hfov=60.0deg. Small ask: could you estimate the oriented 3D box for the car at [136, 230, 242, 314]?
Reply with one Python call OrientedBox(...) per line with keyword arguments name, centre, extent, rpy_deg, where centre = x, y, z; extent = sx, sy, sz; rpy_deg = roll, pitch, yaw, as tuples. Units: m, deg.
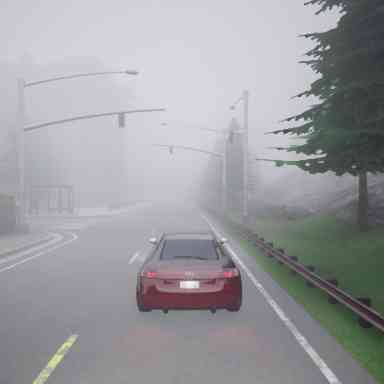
OrientedBox(name="car", centre=(-0.076, 1.564, 7.723), extent=(1.994, 1.385, 4.181), rpy_deg=(0, 0, -1))
